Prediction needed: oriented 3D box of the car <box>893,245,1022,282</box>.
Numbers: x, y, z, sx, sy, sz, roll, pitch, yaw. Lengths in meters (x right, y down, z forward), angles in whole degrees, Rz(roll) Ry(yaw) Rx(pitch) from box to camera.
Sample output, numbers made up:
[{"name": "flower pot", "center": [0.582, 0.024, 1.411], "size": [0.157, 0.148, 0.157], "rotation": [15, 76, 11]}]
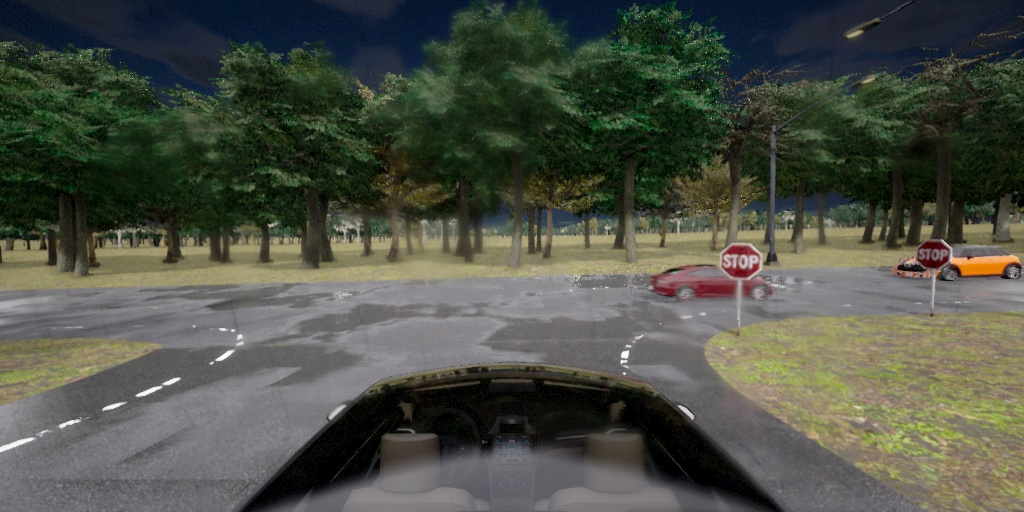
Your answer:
[{"name": "car", "center": [22.264, 0.282, 18.058], "size": [4.553, 1.767, 2.097], "rotation": [-2, 3, 0]}]

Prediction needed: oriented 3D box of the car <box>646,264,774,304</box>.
[{"name": "car", "center": [7.879, 1.054, 14.483], "size": [4.674, 1.442, 1.812], "rotation": [-1, 3, 0]}]
